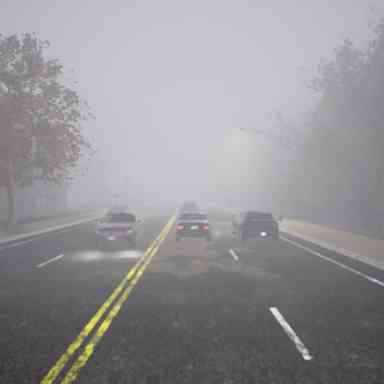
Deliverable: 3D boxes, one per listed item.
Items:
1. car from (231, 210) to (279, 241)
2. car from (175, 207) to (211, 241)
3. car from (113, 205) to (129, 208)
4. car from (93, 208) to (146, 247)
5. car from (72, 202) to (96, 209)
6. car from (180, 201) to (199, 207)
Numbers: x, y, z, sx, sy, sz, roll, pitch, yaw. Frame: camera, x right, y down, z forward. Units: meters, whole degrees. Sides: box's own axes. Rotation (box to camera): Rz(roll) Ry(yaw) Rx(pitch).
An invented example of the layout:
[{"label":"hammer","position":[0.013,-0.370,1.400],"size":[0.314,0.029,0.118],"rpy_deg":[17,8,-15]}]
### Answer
[{"label":"car","position":[3.290,1.719,17.858],"size":[1.837,1.490,4.892],"rpy_deg":[0,-1,0]},{"label":"car","position":[0.042,1.764,18.138],"size":[2.033,1.411,5.357],"rpy_deg":[0,-1,-1]},{"label":"car","position":[-6.871,1.947,31.951],"size":[1.994,1.385,4.181],"rpy_deg":[0,-1,-1]},{"label":"car","position":[-3.400,1.721,16.341],"size":[1.812,1.442,4.674],"rpy_deg":[0,-1,0]},{"label":"car","position":[-20.835,2.586,64.231],"size":[4.313,1.339,1.947],"rpy_deg":[-1,1,-1]},{"label":"car","position":[-0.298,1.812,38.601],"size":[2.097,1.767,4.553],"rpy_deg":[0,-1,-1]}]
